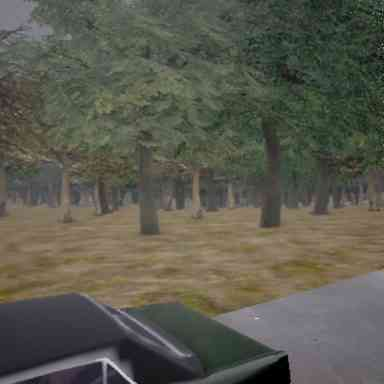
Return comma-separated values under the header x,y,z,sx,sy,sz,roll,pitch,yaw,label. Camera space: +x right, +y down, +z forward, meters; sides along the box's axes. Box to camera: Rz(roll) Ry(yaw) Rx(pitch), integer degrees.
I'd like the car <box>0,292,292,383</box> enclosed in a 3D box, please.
x,y,z,sx,sy,sz,roll,pitch,yaw,label
-1.535,1.601,2.282,4.718,1.301,1.895,0,0,-35,car
